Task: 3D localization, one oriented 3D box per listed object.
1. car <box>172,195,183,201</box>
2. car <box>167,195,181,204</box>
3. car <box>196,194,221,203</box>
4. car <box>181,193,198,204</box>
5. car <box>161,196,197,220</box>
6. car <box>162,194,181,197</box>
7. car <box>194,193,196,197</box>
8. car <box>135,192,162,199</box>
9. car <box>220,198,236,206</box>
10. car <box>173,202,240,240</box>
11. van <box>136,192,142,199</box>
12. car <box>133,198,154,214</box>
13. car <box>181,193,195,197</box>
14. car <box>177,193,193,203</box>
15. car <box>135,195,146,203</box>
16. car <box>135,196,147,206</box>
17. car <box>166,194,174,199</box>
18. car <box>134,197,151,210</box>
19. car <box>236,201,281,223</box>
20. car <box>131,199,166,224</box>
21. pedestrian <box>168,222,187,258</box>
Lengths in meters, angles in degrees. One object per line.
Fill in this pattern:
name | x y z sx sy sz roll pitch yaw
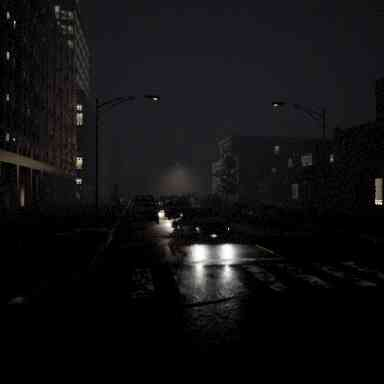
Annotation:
car | -3.186 1.286 73.785 1.947 1.339 4.313 1 0 -10
car | -3.030 1.273 56.584 1.837 1.490 4.892 0 0 -10
car | 2.313 1.162 41.020 2.192 1.841 5.009 1 0 -10
car | -0.435 1.097 57.403 2.192 1.841 5.009 1 0 -10
car | -1.151 1.350 26.618 1.882 1.535 5.008 0 0 -9
car | -2.823 1.181 36.691 2.097 1.767 4.553 0 0 -10
car | 0.451 1.328 52.110 1.752 1.417 4.829 1 0 -10
car | -4.120 1.162 28.715 2.192 1.841 5.009 1 0 -10
car | 4.143 1.475 30.100 1.802 1.307 4.206 1 0 -10
car | 0.504 1.463 16.776 2.033 1.411 5.357 0 0 -10
van | -14.197 0.958 88.782 1.690 1.788 3.998 1 0 -10
car | -5.038 1.375 34.176 2.008 1.369 4.403 1 0 -10
car | -1.263 1.287 46.343 1.882 1.535 5.008 0 0 -9
car | -1.351 1.076 62.863 2.192 1.841 5.009 1 0 -10
car | -9.619 1.281 61.479 1.947 1.339 4.313 1 0 -10
car | -7.758 1.283 50.390 1.752 1.417 4.829 1 0 -10
car | -5.934 1.244 90.167 1.802 1.307 4.206 1 0 -10
car | -5.954 1.346 39.636 1.887 1.381 4.507 1 0 -10
car | 5.031 1.441 24.806 1.752 1.417 4.829 1 0 -10
car | -3.206 1.422 23.254 2.008 1.369 4.403 1 0 -10
pedestrian | -0.478 1.504 10.846 0.375 1.300 0.375 1 0 -10
